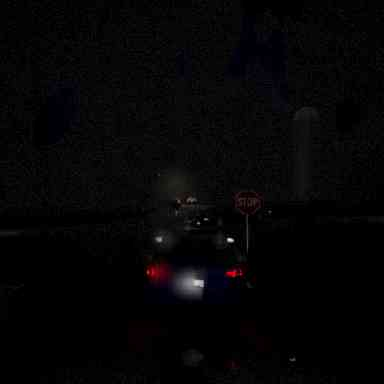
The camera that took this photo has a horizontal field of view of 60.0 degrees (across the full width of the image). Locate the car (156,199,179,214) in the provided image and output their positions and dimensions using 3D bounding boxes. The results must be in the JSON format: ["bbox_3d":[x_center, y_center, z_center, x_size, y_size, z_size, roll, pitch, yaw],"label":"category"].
[{"bbox_3d":[-2.869,1.694,37.376,2.033,1.411,5.357,0,0,0],"label":"car"}]

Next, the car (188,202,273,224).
[{"bbox_3d":[2.761,1.466,21.929,5.357,1.411,2.033,-2,1,-27],"label":"car"}]

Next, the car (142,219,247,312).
[{"bbox_3d":[0.072,1.575,7.827,1.994,1.385,4.181,0,0,1],"label":"car"}]

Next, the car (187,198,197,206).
[{"bbox_3d":[-0.028,1.946,68.668,2.097,1.767,4.553,0,-1,0],"label":"car"}]

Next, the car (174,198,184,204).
[{"bbox_3d":[-2.780,2.002,72.882,1.994,1.385,4.181,0,-1,0],"label":"car"}]

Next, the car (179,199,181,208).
[{"bbox_3d":[-2.858,1.858,47.295,1.895,1.301,4.718,0,-1,0],"label":"car"}]
